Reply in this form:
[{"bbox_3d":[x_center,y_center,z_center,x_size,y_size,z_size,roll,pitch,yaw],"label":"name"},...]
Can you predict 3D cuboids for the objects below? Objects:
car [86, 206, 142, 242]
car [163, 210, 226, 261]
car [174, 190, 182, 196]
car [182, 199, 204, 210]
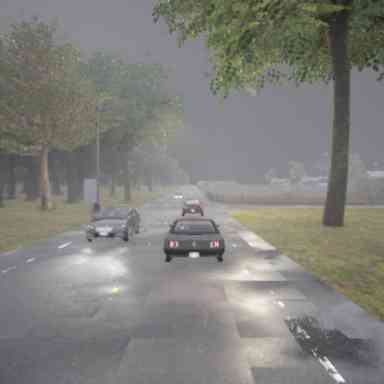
[{"bbox_3d":[-3.596,1.429,15.986,2.128,1.511,4.902,0,0,0],"label":"car"},{"bbox_3d":[0.078,1.564,12.083,1.895,1.301,4.718,0,0,0],"label":"car"},{"bbox_3d":[-3.527,0.270,86.045,2.128,1.511,4.902,0,1,0],"label":"car"},{"bbox_3d":[0.078,1.326,29.766,1.812,1.442,4.674,0,1,0],"label":"car"}]
